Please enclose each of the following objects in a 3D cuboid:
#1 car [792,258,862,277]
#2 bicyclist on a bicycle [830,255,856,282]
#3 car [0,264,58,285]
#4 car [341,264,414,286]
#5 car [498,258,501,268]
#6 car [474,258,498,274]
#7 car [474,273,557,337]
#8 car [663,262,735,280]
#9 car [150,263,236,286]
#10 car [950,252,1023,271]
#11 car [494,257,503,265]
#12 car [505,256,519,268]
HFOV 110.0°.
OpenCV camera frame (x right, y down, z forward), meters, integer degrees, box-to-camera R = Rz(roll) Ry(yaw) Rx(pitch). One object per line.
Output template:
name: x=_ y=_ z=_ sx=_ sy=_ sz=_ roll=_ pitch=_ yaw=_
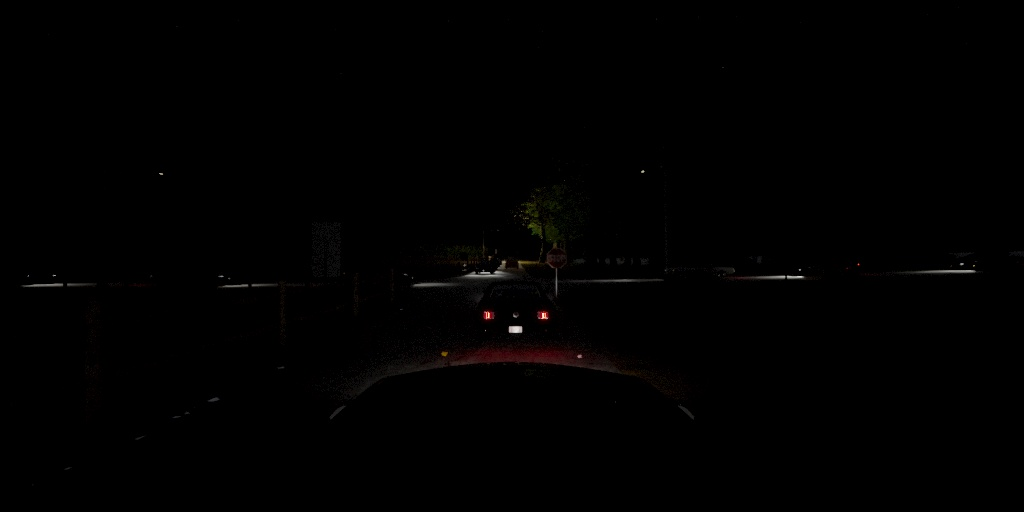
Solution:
car: x=24.086 y=0.828 z=27.542 sx=4.181 sy=1.385 sz=1.994 roll=-2 pitch=-1 yaw=0
bicyclist on a bicycle: x=19.857 y=0.746 z=21.541 sx=0.582 sy=1.620 sz=1.656 roll=-1 pitch=-1 yaw=0
car: x=-34.433 y=1.217 z=24.318 sx=5.357 sy=1.411 sz=2.033 roll=1 pitch=-1 yaw=0
car: x=-9.116 y=1.240 z=24.432 sx=4.674 sy=1.442 sz=1.812 roll=-1 pitch=-1 yaw=0
car: x=-2.925 y=1.255 z=49.032 sx=1.895 sy=1.301 sz=4.718 roll=0 pitch=0 yaw=0
car: x=-2.948 y=1.233 z=39.984 sx=1.812 sy=1.442 sz=4.674 roll=0 pitch=0 yaw=1
car: x=0.082 y=1.352 z=10.226 sx=1.895 sy=1.301 sz=4.718 roll=0 pitch=0 yaw=0
car: x=14.196 y=1.122 z=27.496 sx=4.718 sy=1.301 sz=1.895 roll=-1 pitch=-1 yaw=0
car: x=-21.583 y=1.258 z=24.374 sx=4.892 sy=1.490 sz=1.837 roll=0 pitch=-1 yaw=0
car: x=36.624 y=0.379 z=27.594 sx=4.181 sy=1.385 sz=1.994 roll=-2 pitch=-1 yaw=1
car: x=-2.914 y=1.118 z=58.825 sx=2.033 sy=1.411 sz=5.357 roll=0 pitch=1 yaw=1
car: x=-0.013 y=1.080 z=55.526 sx=1.882 sy=1.535 sz=5.008 roll=0 pitch=1 yaw=0
